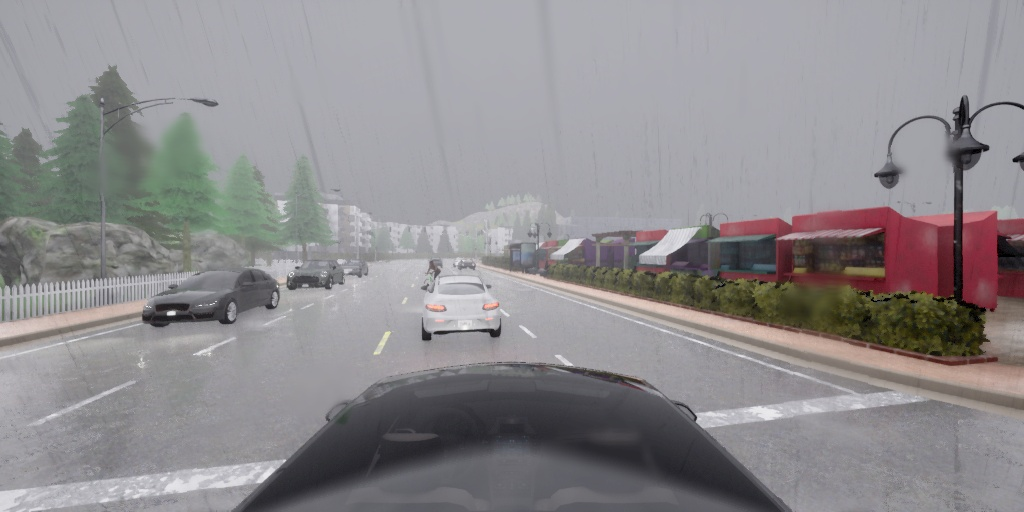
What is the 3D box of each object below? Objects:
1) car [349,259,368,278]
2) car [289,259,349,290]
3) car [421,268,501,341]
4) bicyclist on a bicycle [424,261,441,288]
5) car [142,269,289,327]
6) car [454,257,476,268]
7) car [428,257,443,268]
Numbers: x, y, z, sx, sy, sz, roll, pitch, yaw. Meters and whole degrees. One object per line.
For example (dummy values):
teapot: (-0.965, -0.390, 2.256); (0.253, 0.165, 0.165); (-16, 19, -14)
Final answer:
car: (-13.564, 1.032, 30.683); (2.128, 1.511, 4.902); (0, 0, -13)
car: (-11.374, 0.965, 21.059); (2.097, 1.767, 4.553); (0, 0, -13)
car: (-1.468, 1.225, 9.737); (1.812, 1.442, 4.674); (0, 0, -12)
bicyclist on a bicycle: (-4.293, 1.078, 19.589); (0.582, 1.620, 1.656); (0, 1, 25)
car: (-9.179, 1.190, 11.457); (1.837, 1.490, 4.892); (0, 0, -13)
car: (-5.587, 1.046, 43.729); (1.895, 1.301, 4.718); (0, 0, -13)
car: (-10.814, 0.897, 50.793); (1.837, 1.490, 4.892); (0, 0, -13)
